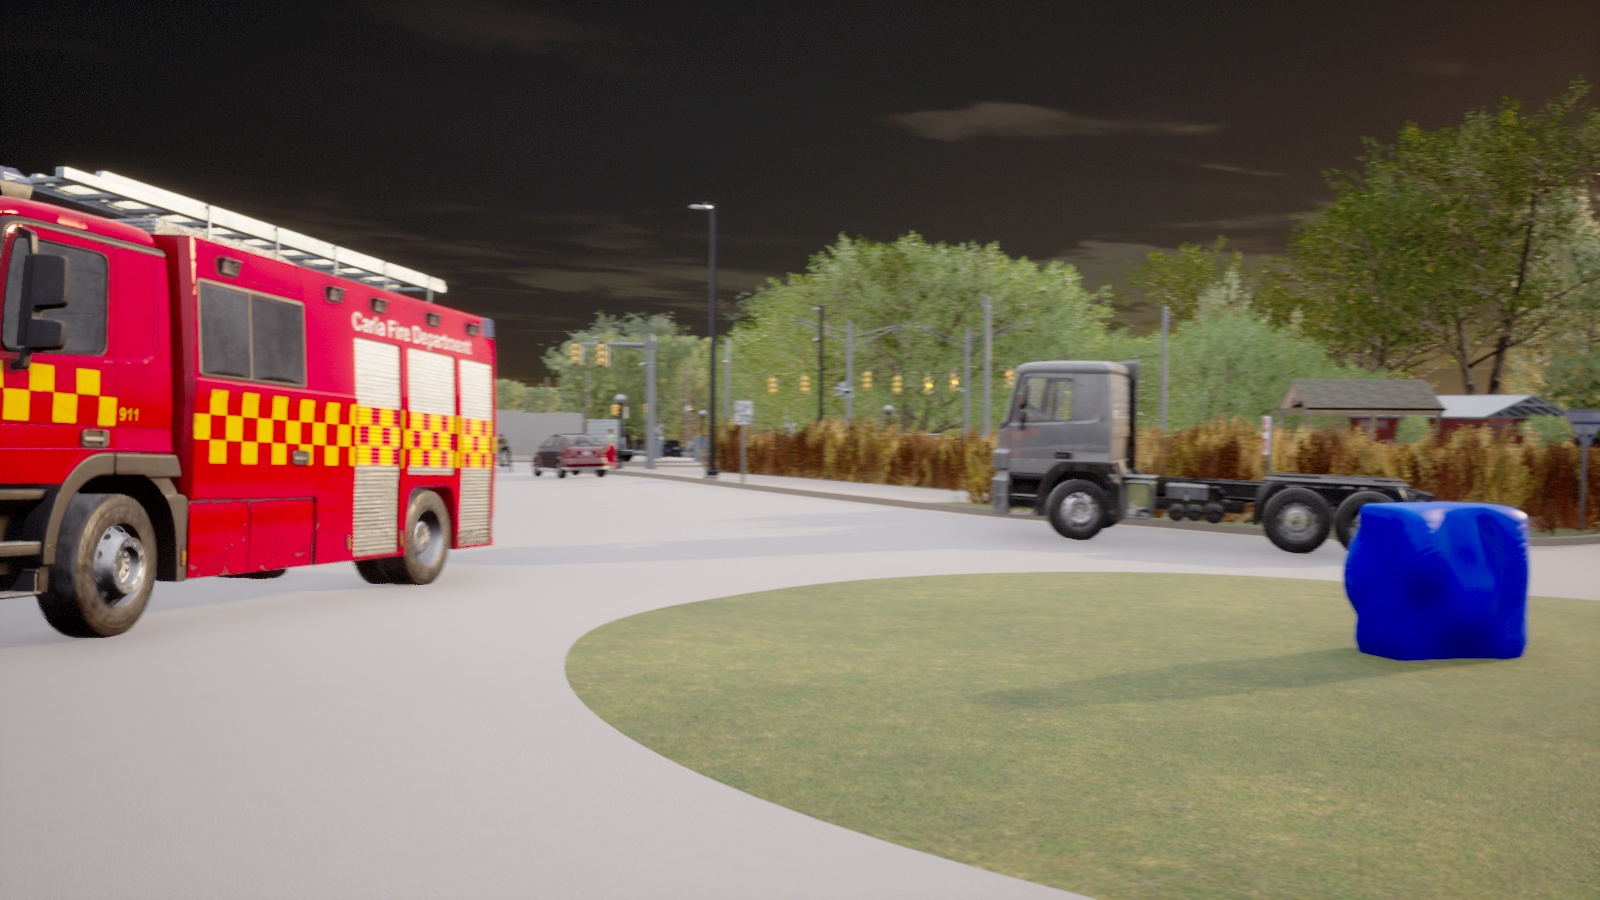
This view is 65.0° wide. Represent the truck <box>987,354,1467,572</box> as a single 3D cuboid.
[{"bbox_3d":[7.844,0.073,23.660,7.936,3.462,2.891,3,2,23],"label":"truck"}]

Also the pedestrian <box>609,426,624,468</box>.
[{"bbox_3d":[-8.127,-0.125,55.627,0.594,1.836,0.345,2,2,36],"label":"pedestrian"}]

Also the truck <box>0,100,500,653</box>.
[{"bbox_3d":[-6.235,-0.437,12.422,2.891,3.827,8.468,1,-1,12],"label":"truck"}]

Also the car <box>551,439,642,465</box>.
[{"bbox_3d":[-11.651,0.130,71.946,4.718,1.301,1.895,2,1,-34],"label":"car"}]

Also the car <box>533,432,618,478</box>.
[{"bbox_3d":[-8.034,0.127,44.745,1.789,1.549,3.705,-1,1,-30],"label":"car"}]
